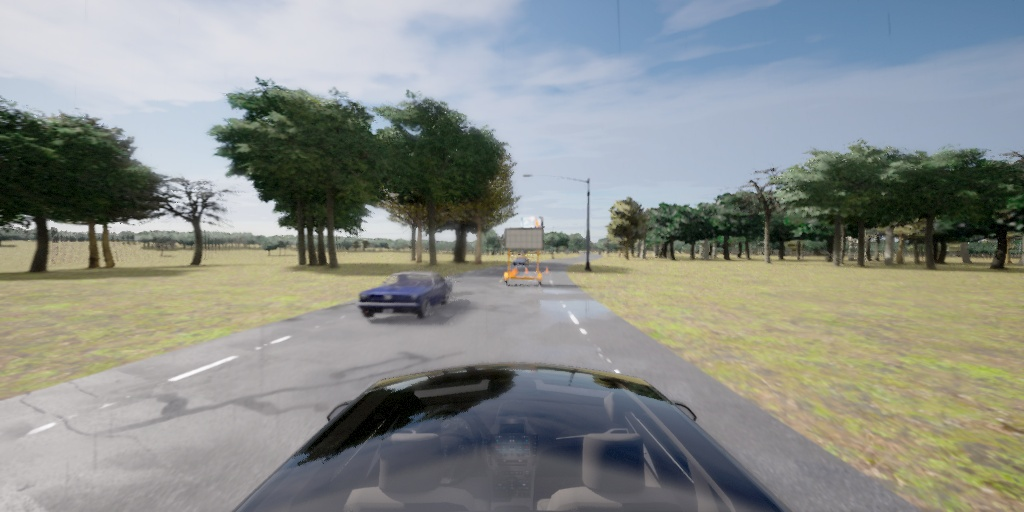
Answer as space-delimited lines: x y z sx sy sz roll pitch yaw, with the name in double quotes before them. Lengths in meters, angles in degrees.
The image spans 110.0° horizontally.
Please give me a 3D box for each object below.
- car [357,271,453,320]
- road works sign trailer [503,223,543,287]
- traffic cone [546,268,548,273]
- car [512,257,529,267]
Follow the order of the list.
"car" -3.373 1.211 12.190 1.895 1.301 4.718 0 1 2
"road works sign trailer" 0.730 0.002 22.294 2.380 3.560 2.880 0 0 5
"traffic cone" 3.432 1.398 35.089 0.340 0.580 0.340 0 0 5
"car" 1.353 0.808 53.238 2.033 1.411 5.357 1 1 11
